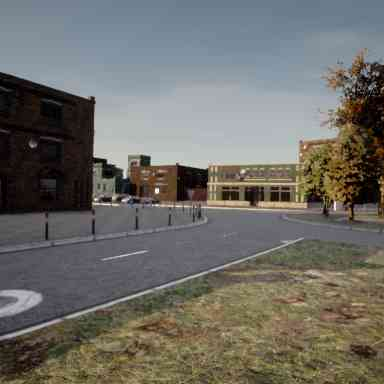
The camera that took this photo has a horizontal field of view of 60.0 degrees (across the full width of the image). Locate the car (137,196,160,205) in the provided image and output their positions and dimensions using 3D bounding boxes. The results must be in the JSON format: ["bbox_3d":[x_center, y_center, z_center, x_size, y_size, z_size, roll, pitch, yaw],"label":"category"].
[{"bbox_3d":[-8.188,1.825,67.016,2.163,1.488,4.792,1,-1,32],"label":"car"}]

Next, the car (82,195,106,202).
[{"bbox_3d":[-22.282,1.449,75.937,2.097,1.535,5.008,2,-1,32],"label":"car"}]

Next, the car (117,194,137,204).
[{"bbox_3d":[-12.748,1.573,69.969,2.185,1.767,4.553,1,-1,32],"label":"car"}]

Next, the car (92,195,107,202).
[{"bbox_3d":[-19.803,1.393,74.420,2.185,1.767,4.553,2,-1,32],"label":"car"}]

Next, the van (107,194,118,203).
[{"bbox_3d":[-15.283,1.412,71.396,1.878,1.987,4.442,1,-1,32],"label":"van"}]
